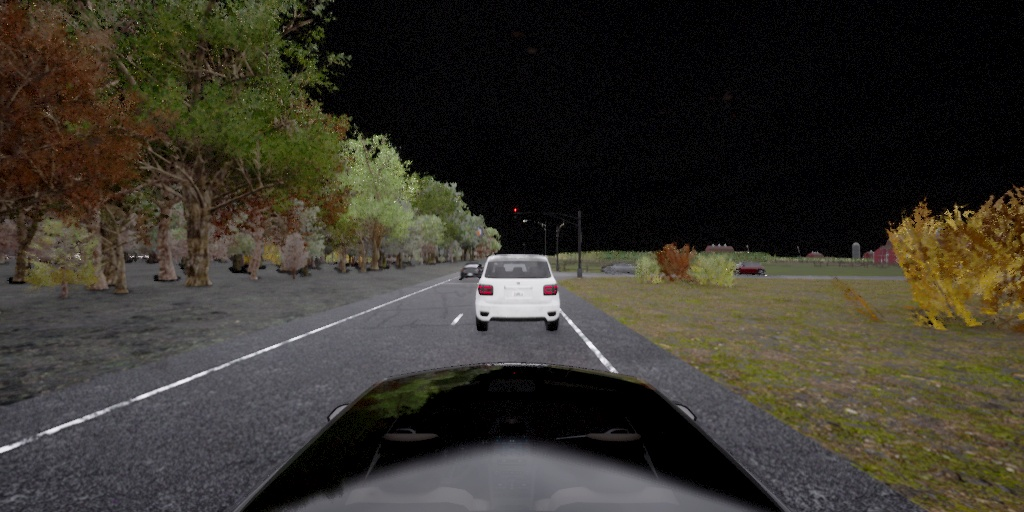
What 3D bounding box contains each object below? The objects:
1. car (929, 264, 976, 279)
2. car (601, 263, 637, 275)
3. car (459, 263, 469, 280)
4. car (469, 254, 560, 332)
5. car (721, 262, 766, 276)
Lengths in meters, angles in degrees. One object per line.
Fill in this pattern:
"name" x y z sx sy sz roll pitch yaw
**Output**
"car" 48.997 1.846 39.127 4.181 1.385 1.994 1 -1 0
"car" 12.916 1.516 43.186 4.181 1.385 1.994 1 -1 3
"car" -3.349 1.282 31.074 1.812 1.442 4.674 0 0 0
"car" 0.124 0.974 11.074 2.150 2.045 5.566 0 0 -1
"car" 27.498 1.459 42.861 4.553 1.767 2.097 1 -1 0
